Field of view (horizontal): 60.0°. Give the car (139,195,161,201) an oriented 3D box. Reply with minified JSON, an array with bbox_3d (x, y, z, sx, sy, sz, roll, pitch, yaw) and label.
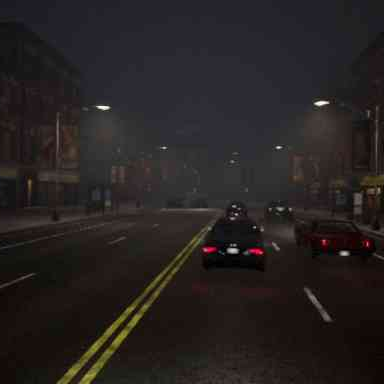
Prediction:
[{"bbox_3d":[-9.769,1.463,80.472,4.718,1.301,1.895,1,0,37],"label":"car"}]

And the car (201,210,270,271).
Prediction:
[{"bbox_3d":[1.419,1.571,11.067,2.033,1.411,5.357,1,0,8],"label":"car"}]

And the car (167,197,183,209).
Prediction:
[{"bbox_3d":[-2.367,1.450,45.994,1.882,1.535,5.008,1,0,-10],"label":"car"}]

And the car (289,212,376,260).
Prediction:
[{"bbox_3d":[5.214,1.682,12.855,1.895,1.301,4.718,1,0,8],"label":"car"}]

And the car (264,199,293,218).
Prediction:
[{"bbox_3d":[7.409,1.468,28.830,2.097,1.767,4.553,1,0,8],"label":"car"}]

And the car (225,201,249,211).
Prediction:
[{"bbox_3d":[3.995,1.572,29.679,1.837,1.490,4.892,1,0,8],"label":"car"}]

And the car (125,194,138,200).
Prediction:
[{"bbox_3d":[-14.727,1.314,83.342,4.674,1.452,2.002,1,0,27],"label":"car"}]

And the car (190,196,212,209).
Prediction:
[{"bbox_3d":[0.995,1.587,46.602,1.994,1.385,4.181,1,0,-9],"label":"car"}]
